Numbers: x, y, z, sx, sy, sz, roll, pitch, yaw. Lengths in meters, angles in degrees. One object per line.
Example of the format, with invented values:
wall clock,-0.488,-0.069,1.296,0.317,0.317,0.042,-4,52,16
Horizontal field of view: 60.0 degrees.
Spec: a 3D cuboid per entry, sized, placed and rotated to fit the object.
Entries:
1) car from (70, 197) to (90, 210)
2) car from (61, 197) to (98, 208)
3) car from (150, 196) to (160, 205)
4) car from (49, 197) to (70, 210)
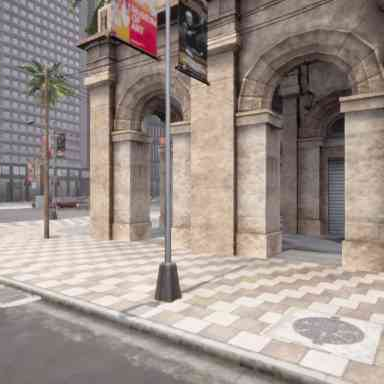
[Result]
car,-12.473,1.491,42.478,2.128,1.511,4.902,0,0,36
car,-16.291,1.513,48.472,2.161,1.482,4.786,0,0,35
car,-5.659,1.491,57.980,2.128,1.511,4.902,0,0,36
car,-16.499,1.477,42.864,1.882,1.535,5.008,0,0,36
